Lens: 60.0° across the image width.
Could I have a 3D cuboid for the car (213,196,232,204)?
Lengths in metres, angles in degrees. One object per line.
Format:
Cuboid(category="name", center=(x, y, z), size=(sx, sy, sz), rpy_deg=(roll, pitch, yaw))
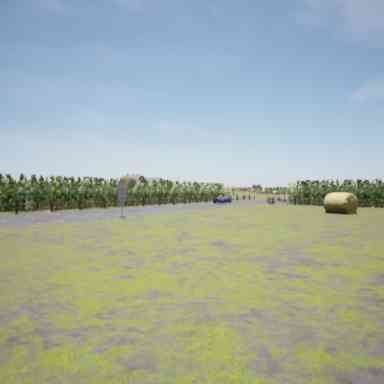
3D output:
Cuboid(category="car", center=(5.534, 1.456, 60.119), size=(1.895, 1.301, 4.718), rpy_deg=(0, 0, 31))
